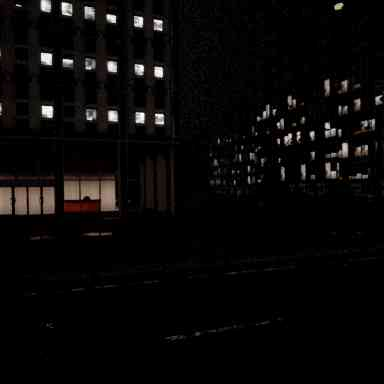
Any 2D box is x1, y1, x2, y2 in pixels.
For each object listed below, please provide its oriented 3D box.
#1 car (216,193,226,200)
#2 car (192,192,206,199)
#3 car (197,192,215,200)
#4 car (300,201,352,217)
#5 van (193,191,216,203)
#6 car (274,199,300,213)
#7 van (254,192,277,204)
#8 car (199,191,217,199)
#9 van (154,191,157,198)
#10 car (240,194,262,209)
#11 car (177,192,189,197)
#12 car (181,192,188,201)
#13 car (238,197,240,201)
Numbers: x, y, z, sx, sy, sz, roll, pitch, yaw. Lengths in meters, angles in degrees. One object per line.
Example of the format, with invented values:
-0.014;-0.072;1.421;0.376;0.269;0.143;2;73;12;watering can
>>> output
5.685;0.955;69.636;1.802;1.307;4.206;0;1;-21;car
1.594;0.707;80.239;1.967;1.590;4.097;0;1;-21;car
2.816;0.880;69.854;1.882;1.535;5.008;-1;1;-21;car
12.060;1.435;29.454;1.947;1.339;4.313;0;1;-21;car
1.956;0.953;56.013;1.690;1.788;3.998;0;1;-21;van
10.031;1.400;34.766;1.802;1.307;4.206;0;1;-21;car
11.819;0.871;53.723;1.690;1.788;3.998;0;1;-21;van
3.639;0.635;74.935;2.192;1.841;5.009;0;1;-21;car
-8.270;0.688;82.528;1.690;1.788;3.998;0;1;-21;van
8.041;1.332;40.089;1.947;1.339;4.313;0;1;-21;car
-2.495;0.711;90.846;2.008;1.369;4.403;0;1;-21;car
-2.134;1.057;66.621;2.008;1.369;4.403;0;1;-21;car
9.775;1.060;59.029;1.802;1.307;4.206;0;1;-21;car
